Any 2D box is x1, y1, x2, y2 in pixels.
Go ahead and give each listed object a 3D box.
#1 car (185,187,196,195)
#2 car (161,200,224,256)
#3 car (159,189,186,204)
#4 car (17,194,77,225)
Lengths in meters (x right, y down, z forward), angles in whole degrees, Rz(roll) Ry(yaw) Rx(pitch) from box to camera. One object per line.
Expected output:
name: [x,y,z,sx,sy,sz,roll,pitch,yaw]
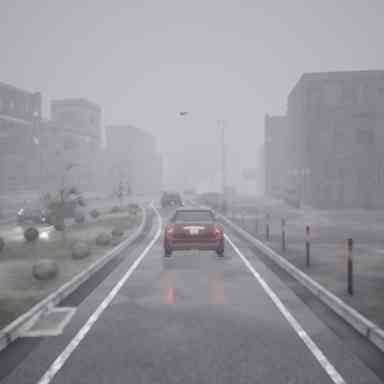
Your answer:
car: [-0.494,-0.141,62.431,1.837,1.490,4.892,1,0,13]
car: [0.047,1.352,13.248,2.097,1.767,4.553,0,0,-1]
car: [-2.046,0.552,31.845,1.837,1.490,4.892,0,4,-8]
car: [-9.610,1.062,22.356,2.097,1.767,4.553,0,5,6]
